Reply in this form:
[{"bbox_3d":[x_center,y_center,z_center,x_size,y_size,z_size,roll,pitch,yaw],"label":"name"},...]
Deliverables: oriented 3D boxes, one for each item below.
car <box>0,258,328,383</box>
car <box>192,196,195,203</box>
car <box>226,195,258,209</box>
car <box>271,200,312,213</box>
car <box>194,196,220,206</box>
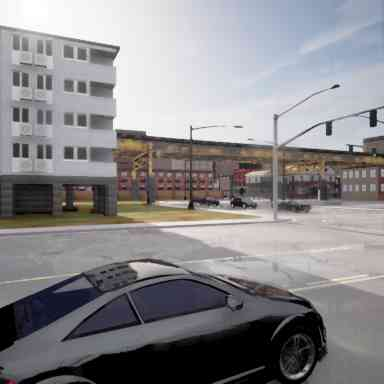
[{"bbox_3d":[-0.331,1.564,4.088,4.181,1.385,1.994,0,0,-30],"label":"car"},{"bbox_3d":[0.775,1.547,65.799,2.033,1.411,5.357,0,0,3],"label":"car"},{"bbox_3d":[7.079,1.505,45.771,1.837,1.490,4.892,0,0,-25],"label":"car"},{"bbox_3d":[11.095,1.601,37.298,1.895,1.301,4.718,0,0,-26],"label":"car"},{"bbox_3d":[2.735,1.547,55.310,2.033,1.411,5.357,0,0,-21],"label":"car"}]
